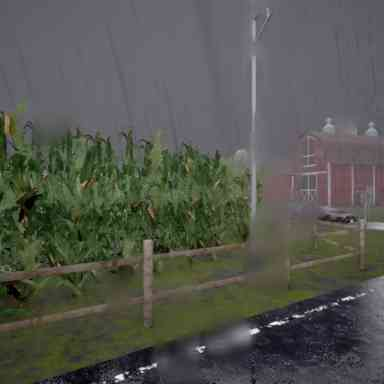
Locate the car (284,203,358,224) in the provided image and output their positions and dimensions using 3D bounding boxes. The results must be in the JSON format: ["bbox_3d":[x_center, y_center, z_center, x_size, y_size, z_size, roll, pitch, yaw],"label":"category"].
[{"bbox_3d":[10.321,1.777,26.610,2.033,1.411,5.357,1,-1,-31],"label":"car"}]

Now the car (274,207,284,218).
[{"bbox_3d":[10.225,1.822,32.654,1.882,1.535,5.008,1,-1,-29],"label":"car"}]

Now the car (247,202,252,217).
[{"bbox_3d":[4.795,1.640,36.502,2.150,2.045,5.566,1,-1,-27],"label":"car"}]
